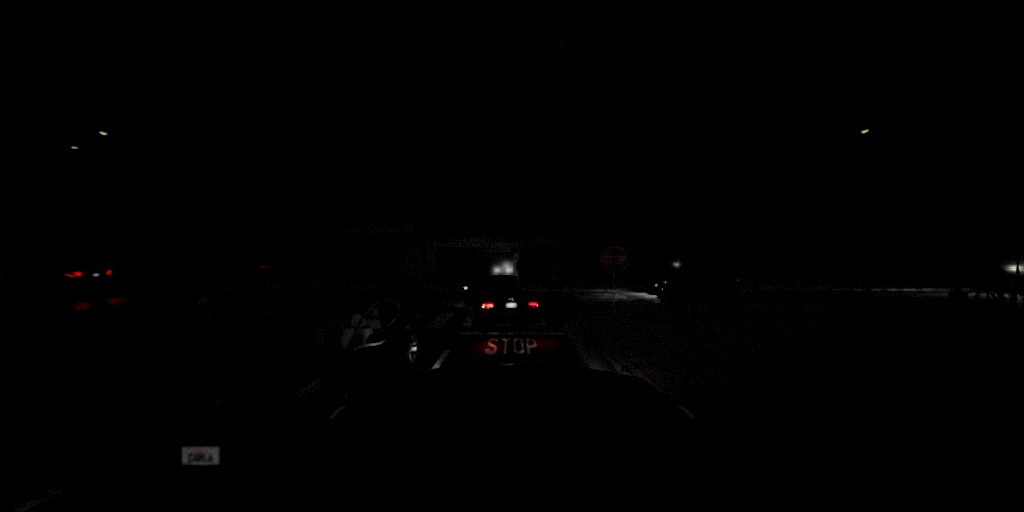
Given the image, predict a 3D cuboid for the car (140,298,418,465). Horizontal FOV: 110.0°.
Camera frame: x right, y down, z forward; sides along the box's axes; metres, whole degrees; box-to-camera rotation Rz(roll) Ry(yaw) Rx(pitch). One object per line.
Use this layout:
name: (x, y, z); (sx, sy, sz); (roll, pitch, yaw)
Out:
car: (-2.637, 1.329, 5.217); (1.948, 1.339, 4.313); (0, 0, 0)

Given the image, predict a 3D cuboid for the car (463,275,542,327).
car: (-0.511, 1.338, 11.765); (2.033, 1.411, 5.357); (0, 0, -11)

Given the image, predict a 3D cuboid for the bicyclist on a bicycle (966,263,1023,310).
bicyclist on a bicycle: (17.359, 1.066, 12.901); (0.582, 1.620, 1.656); (0, 0, 0)

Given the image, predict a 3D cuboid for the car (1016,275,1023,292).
car: (29.448, 1.243, 18.748); (4.902, 1.511, 2.128); (0, 0, 0)

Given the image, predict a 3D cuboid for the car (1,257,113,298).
car: (-24.438, 1.092, 18.779); (5.566, 2.045, 2.150); (0, 0, 0)

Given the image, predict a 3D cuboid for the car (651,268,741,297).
car: (9.522, 1.351, 18.764); (4.181, 1.385, 1.994); (0, 0, 0)
